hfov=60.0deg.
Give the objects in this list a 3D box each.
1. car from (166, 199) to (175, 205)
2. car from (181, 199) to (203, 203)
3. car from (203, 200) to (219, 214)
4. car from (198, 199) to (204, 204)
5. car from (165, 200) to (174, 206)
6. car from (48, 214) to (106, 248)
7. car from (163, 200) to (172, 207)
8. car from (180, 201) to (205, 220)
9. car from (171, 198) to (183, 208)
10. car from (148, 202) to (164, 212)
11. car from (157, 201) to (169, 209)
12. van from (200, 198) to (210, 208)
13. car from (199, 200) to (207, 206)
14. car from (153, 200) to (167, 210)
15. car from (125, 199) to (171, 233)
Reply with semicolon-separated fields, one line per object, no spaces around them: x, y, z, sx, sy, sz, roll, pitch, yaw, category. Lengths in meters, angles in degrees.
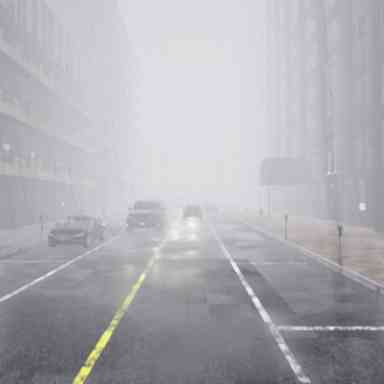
-5.313;2.520;83.605;1.967;1.590;4.097;1;-1;0;car
0.036;2.047;43.084;2.128;1.511;4.902;0;-1;0;car
2.570;2.116;43.895;2.008;1.369;4.403;1;-1;0;car
2.564;2.754;94.932;1.752;1.417;4.829;1;-1;0;car
-5.314;2.529;77.788;1.752;1.417;4.829;1;-1;0;car
-5.307;1.756;15.851;2.008;1.369;4.403;1;-1;0;car
-5.314;2.514;72.311;1.802;1.307;4.206;1;-1;0;car
0.076;1.922;32.412;1.837;1.490;4.892;0;-1;0;car
-2.758;2.173;65.710;2.150;2.045;5.566;0;-1;0;car
-5.311;2.206;49.727;1.947;1.339;4.313;1;-1;0;car
-5.313;2.368;61.019;1.802;1.307;4.206;1;-1;0;car
2.570;2.198;66.506;1.690;1.788;3.998;1;-1;0;van
2.566;2.549;77.807;1.887;1.381;4.507;1;-1;0;car
-5.310;2.153;55.375;1.967;1.590;4.097;1;-1;0;car
-2.854;1.504;21.918;2.150;2.045;5.566;0;-1;0;car
